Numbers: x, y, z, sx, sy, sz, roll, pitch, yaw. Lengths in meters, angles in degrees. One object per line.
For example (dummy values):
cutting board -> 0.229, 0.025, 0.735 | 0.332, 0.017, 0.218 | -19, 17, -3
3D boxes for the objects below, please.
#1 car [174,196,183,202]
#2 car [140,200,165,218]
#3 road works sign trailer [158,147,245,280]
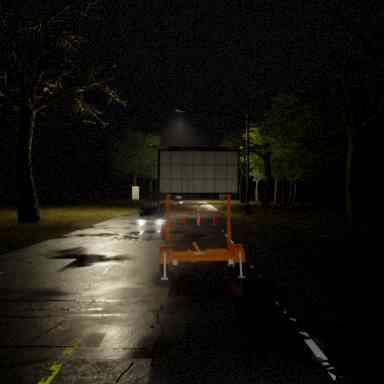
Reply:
car -> -3.318, 1.645, 80.154 | 2.128, 1.511, 4.902 | 0, 0, 0
car -> -3.531, 1.495, 30.224 | 1.882, 1.535, 5.008 | 0, 0, 0
road works sign trailer -> 0.183, 0.462, 10.004 | 2.380, 3.560, 2.880 | 0, 0, -5
